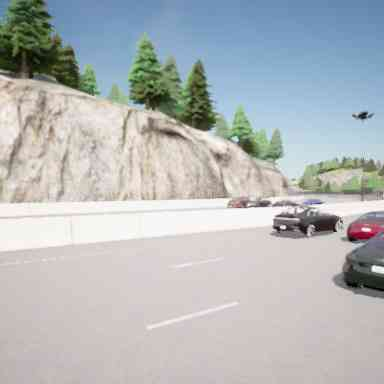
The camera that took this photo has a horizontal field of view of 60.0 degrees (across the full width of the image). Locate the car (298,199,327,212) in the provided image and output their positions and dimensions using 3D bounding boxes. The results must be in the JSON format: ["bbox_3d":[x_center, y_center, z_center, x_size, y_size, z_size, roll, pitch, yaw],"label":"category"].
[{"bbox_3d":[14.980,1.584,41.147,1.812,1.442,4.674,0,0,42],"label":"car"}]

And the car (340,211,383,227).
[{"bbox_3d":[8.999,1.584,15.574,4.181,1.385,1.994,0,0,-41],"label":"car"}]

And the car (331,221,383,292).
[{"bbox_3d":[5.462,1.574,8.085,4.181,1.385,1.994,0,0,-38],"label":"car"}]

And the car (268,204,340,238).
[{"bbox_3d":[6.293,1.517,17.843,4.902,1.511,2.128,0,0,-41],"label":"car"}]
